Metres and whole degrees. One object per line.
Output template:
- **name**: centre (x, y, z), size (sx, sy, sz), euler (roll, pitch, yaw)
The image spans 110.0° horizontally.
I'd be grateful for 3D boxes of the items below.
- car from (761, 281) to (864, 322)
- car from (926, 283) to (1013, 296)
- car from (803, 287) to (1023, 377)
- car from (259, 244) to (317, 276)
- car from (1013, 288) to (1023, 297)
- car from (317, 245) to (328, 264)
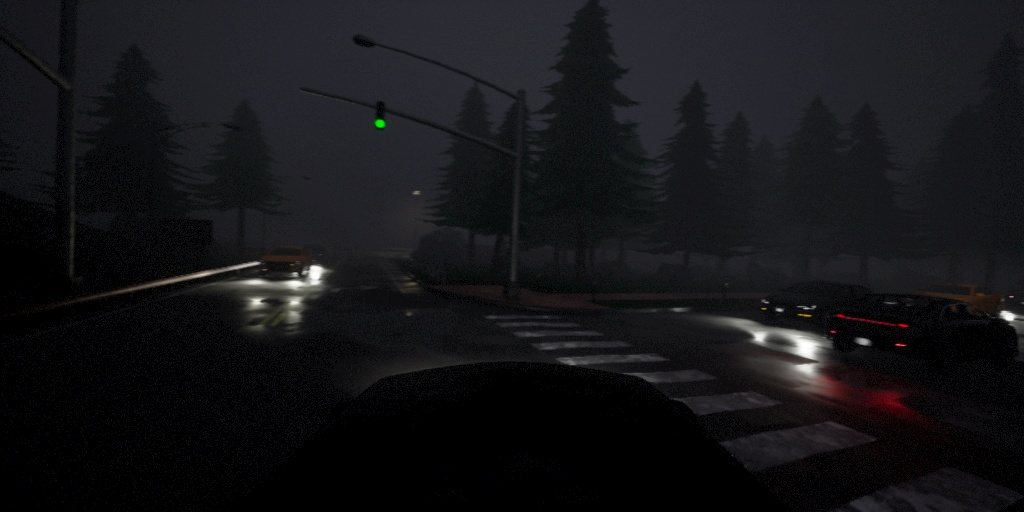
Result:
- **car**: centre (11.315, 1.672, 13.047), size (4.892, 1.490, 1.837), euler (2, 1, -22)
- **car**: centre (20.899, 2.022, 16.937), size (5.008, 1.535, 1.882), euler (2, 1, -22)
- **car**: centre (9.685, 1.683, 8.466), size (4.902, 1.511, 2.128), euler (2, 1, -21)
- **car**: centre (-12.265, 0.191, 19.679), size (1.882, 1.535, 5.008), euler (2, 1, -22)
- **car**: centre (30.643, 2.428, 20.519), size (4.902, 1.511, 2.128), euler (2, 1, -18)
- **car**: centre (-16.085, -0.190, 29.045), size (2.128, 1.511, 4.902), euler (2, 1, -22)
